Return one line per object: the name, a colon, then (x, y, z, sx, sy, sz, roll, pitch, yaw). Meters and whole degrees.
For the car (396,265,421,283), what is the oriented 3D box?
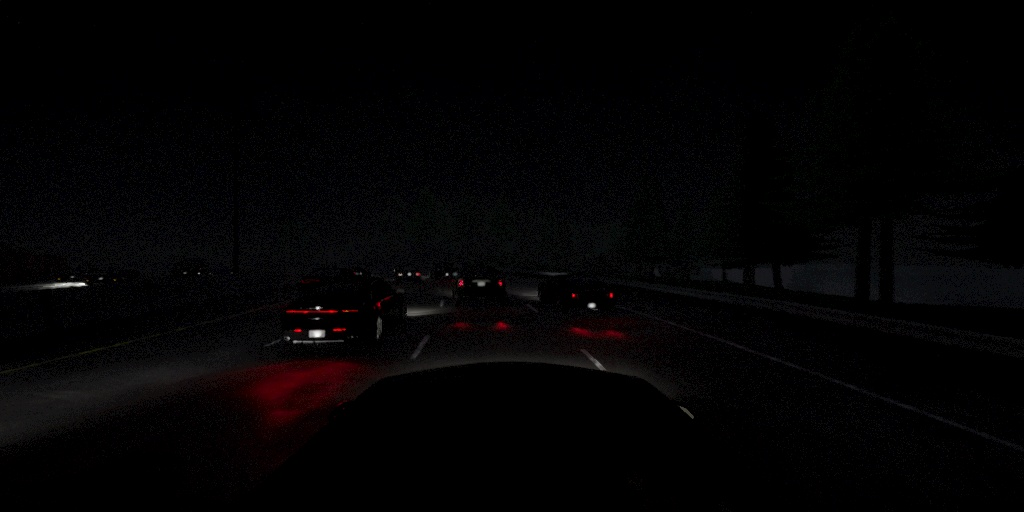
car: (-8.285, 1.389, 28.357, 2.033, 1.411, 5.357, 0, 0, -20)

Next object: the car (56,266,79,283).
car: (-36.437, 1.508, 30.561, 1.994, 1.385, 4.181, 0, 0, -32)

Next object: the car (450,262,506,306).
car: (-1.596, 1.142, 16.321, 2.097, 1.767, 4.553, 0, 0, -10)

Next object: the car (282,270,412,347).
car: (-4.080, 1.287, 9.461, 1.837, 1.490, 4.892, 0, 0, -6)

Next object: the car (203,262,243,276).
car: (-25.050, 1.433, 31.535, 1.812, 1.442, 4.674, 0, 0, -27)

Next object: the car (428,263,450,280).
car: (-6.539, 1.352, 33.339, 1.837, 1.490, 4.892, 0, 0, -22)

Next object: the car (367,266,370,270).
car: (-14.582, 1.403, 34.320, 1.812, 1.442, 4.674, 0, 0, -24)

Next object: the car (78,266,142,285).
car: (-31.190, 1.485, 28.203, 1.994, 1.385, 4.181, 0, 0, -27)

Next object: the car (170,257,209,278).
car: (-30.409, 1.152, 34.140, 2.150, 2.045, 5.566, 0, 0, -31)

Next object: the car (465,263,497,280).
car: (-3.012, 1.400, 33.862, 1.994, 1.385, 4.181, 0, 0, -21)

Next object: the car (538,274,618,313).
car: (2.364, 1.372, 14.251, 1.895, 1.301, 4.718, 0, 0, -8)

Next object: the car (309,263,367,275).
car: (-9.081, 1.298, 18.355, 1.882, 1.535, 5.008, 0, 0, -12)
